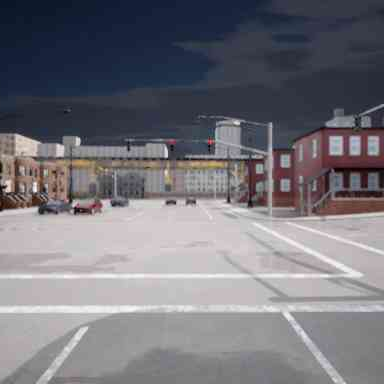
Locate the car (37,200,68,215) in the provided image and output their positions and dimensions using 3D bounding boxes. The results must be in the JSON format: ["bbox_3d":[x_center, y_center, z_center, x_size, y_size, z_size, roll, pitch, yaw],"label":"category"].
[{"bbox_3d":[-14.193,1.564,34.872,2.033,1.411,5.357,0,0,0],"label":"car"}]

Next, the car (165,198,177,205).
[{"bbox_3d":[-3.675,1.628,59.208,1.895,1.301,4.718,0,0,0],"label":"car"}]

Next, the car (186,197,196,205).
[{"bbox_3d":[-0.175,1.553,59.193,1.812,1.442,4.674,0,0,0],"label":"car"}]

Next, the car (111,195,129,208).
[{"bbox_3d":[-10.708,1.571,50.019,2.033,1.411,5.357,0,0,0],"label":"car"}]

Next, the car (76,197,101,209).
[{"bbox_3d":[-14.213,1.497,46.079,1.882,1.535,5.008,0,0,0],"label":"car"}]

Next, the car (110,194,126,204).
[{"bbox_3d":[-14.191,1.381,64.306,2.097,1.767,4.553,0,0,0],"label":"car"}]

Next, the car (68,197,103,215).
[{"bbox_3d":[-10.690,1.494,34.457,1.882,1.535,5.008,0,0,0],"label":"car"}]
